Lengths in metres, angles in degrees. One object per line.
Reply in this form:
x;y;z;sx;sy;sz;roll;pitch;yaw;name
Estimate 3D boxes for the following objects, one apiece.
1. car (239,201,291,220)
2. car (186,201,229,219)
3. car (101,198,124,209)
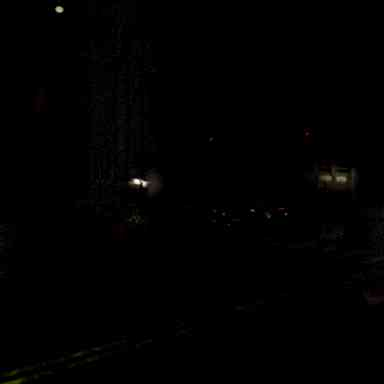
6.031;1.535;28.182;2.128;1.511;4.902;0;0;-34;car
1.295;1.571;29.612;1.812;1.442;4.674;0;0;-36;car
-11.349;1.638;47.156;2.128;1.511;4.902;0;-1;-36;car
